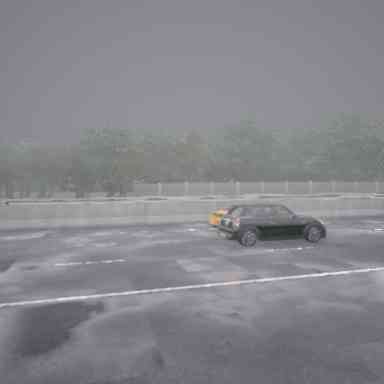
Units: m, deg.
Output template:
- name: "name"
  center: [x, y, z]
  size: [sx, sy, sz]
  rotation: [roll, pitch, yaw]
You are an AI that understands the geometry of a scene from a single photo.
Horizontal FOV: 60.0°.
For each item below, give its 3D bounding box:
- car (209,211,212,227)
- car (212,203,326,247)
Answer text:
- name: "car"
  center: [3.406, 1.355, 18.118]
  size: [5.008, 1.535, 1.882]
  rotation: [-1, 1, -16]
- name: "car"
  center: [3.482, 1.274, 14.489]
  size: [4.553, 1.767, 2.097]
  rotation: [-1, 1, -16]
